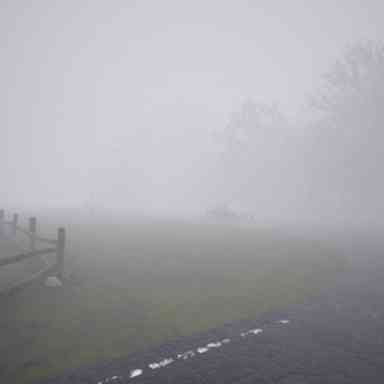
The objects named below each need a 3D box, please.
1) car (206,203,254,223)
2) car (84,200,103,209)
[{"bbox_3d":[2.986,1.676,27.239,1.812,1.442,4.674,1,-1,-36],"label":"car"},{"bbox_3d":[-16.004,1.984,53.634,1.812,1.442,4.674,1,-1,-36],"label":"car"}]
